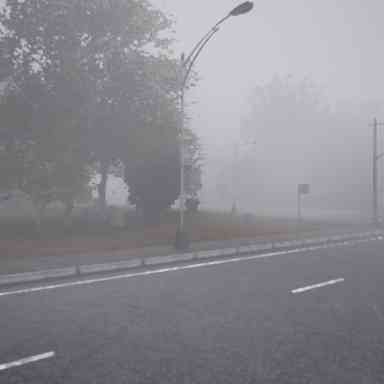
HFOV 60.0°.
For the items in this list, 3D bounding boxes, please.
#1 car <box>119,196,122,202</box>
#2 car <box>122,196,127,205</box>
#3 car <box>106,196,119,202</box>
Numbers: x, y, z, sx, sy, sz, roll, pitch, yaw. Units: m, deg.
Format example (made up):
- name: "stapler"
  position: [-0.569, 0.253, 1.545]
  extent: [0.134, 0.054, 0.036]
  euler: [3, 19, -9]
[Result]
- name: "car"
  position: [-18.393, 1.730, 86.838]
  extent: [1.812, 1.442, 4.674]
  euler: [0, 0, -38]
- name: "car"
  position: [-10.090, 1.521, 59.330]
  extent: [2.097, 1.767, 4.553]
  euler: [0, 0, -38]
- name: "car"
  position: [-21.145, 1.663, 84.676]
  extent: [1.882, 1.535, 5.008]
  euler: [0, 0, -38]
